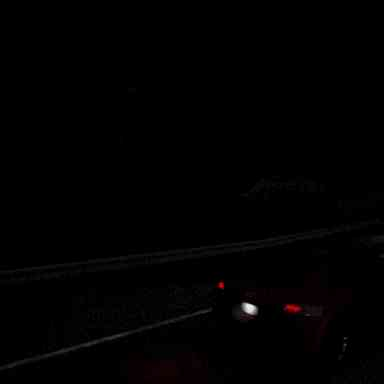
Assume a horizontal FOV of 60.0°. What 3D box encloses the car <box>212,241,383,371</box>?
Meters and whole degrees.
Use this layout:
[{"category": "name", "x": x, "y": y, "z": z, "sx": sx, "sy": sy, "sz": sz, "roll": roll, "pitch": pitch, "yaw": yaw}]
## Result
[{"category": "car", "x": 2.364, "y": 1.569, "z": 5.802, "sx": 4.181, "sy": 1.385, "sz": 1.994, "roll": 0, "pitch": 0, "yaw": -38}]
